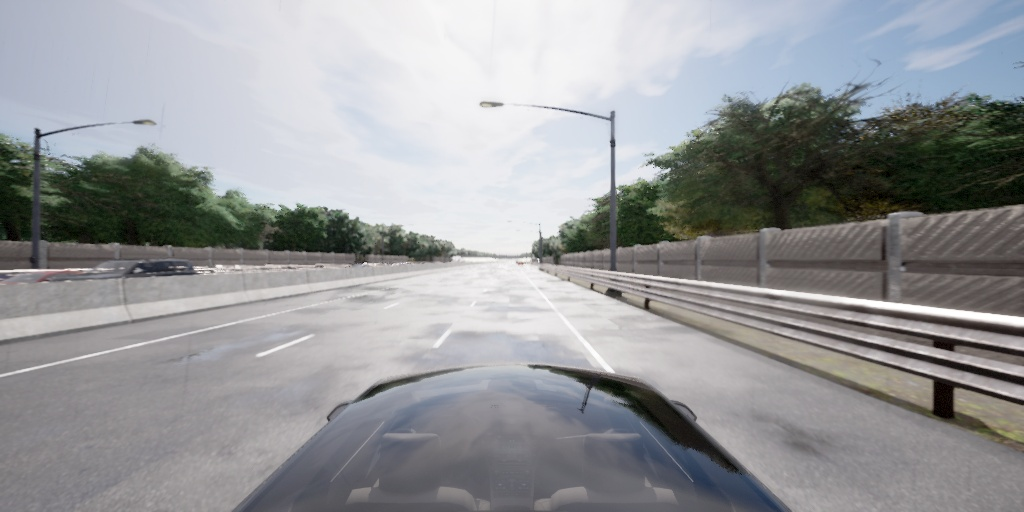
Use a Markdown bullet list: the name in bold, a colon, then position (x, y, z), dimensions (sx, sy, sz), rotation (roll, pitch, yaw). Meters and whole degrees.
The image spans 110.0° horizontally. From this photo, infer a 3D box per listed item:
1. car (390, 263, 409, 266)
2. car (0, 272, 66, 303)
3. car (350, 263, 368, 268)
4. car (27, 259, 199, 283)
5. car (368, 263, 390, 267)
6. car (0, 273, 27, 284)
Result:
- **car**: position (-17.549, 1.924, 58.186), dimensions (2.128, 1.511, 4.902), rotation (0, -1, 1)
- **car**: position (-24.601, 1.498, 16.875), dimensions (1.994, 1.385, 4.181), rotation (0, -1, 0)
- **car**: position (-24.540, 1.924, 58.137), dimensions (2.128, 1.511, 4.902), rotation (0, -1, 1)
- **car**: position (-17.600, 1.153, 16.649), dimensions (2.150, 2.045, 5.566), rotation (0, -1, 0)
- **car**: position (-21.045, 1.909, 58.155), dimensions (1.882, 1.535, 5.008), rotation (0, -1, 1)
- **car**: position (-21.101, 1.404, 16.228), dimensions (1.882, 1.535, 5.008), rotation (0, -1, 0)
